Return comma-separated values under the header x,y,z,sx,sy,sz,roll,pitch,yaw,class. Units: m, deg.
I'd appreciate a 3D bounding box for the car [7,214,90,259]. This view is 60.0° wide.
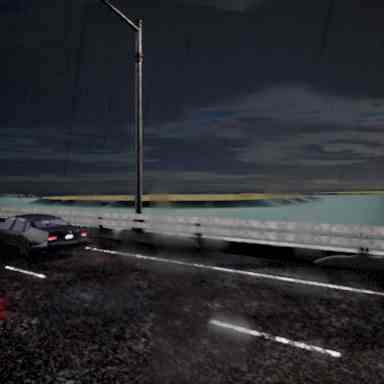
x,y,z,sx,sy,sz,roll,pitch,yaw,class
-6.196,1.562,12.745,5.357,1.411,2.033,0,0,36,car

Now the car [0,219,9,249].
x,y,z,sx,sy,sz,roll,pitch,yaw,class
-7.358,1.491,9.258,5.008,1.535,1.882,0,0,36,car
